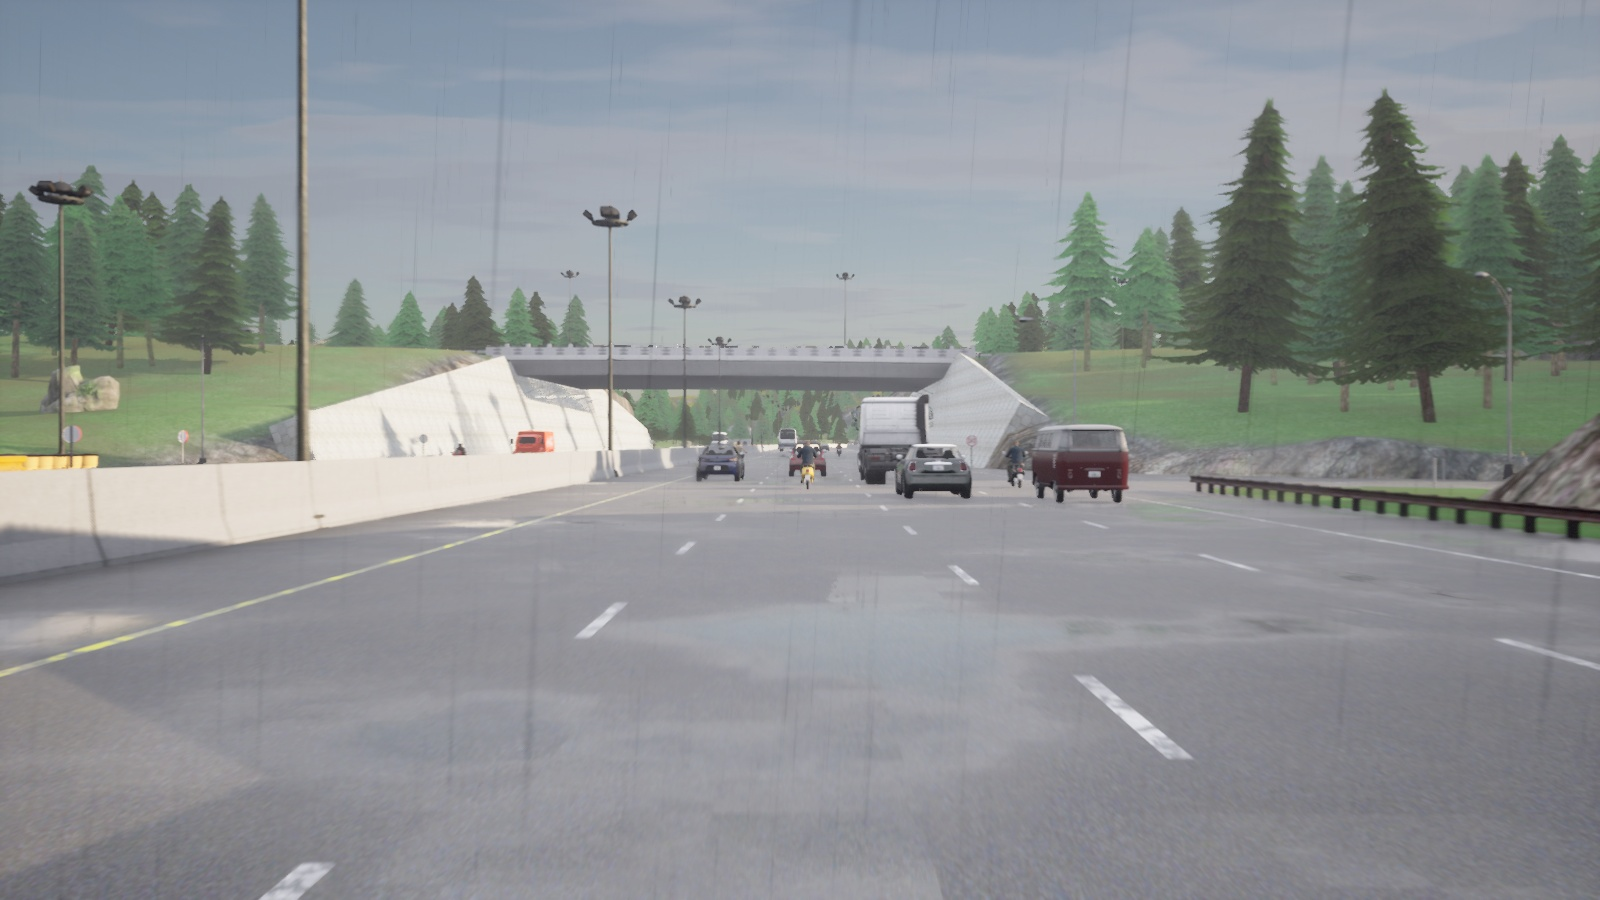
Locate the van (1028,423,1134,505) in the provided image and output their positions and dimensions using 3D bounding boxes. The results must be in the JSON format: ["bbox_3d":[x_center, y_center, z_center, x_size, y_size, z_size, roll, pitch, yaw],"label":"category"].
[{"bbox_3d":[7.201,0.334,32.557,1.775,1.987,4.442,0,0,0],"label":"van"}]

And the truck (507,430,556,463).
[{"bbox_3d":[-20.437,-0.261,95.919,2.627,2.467,5.204,0,1,0],"label":"truck"}]

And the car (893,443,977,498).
[{"bbox_3d":[3.717,0.531,35.265,1.970,1.475,3.806,0,0,0],"label":"car"}]

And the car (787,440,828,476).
[{"bbox_3d":[0.346,0.342,58.025,1.851,1.617,3.988,0,0,0],"label":"car"}]

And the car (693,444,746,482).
[{"bbox_3d":[-3.196,0.493,50.588,1.816,1.474,4.193,0,0,0],"label":"car"}]

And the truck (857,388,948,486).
[{"bbox_3d":[3.792,-0.485,48.371,2.891,3.462,7.936,0,0,0],"label":"truck"}]

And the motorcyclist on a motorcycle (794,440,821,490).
[{"bbox_3d":[0.251,0.484,41.294,0.866,1.590,1.817,0,0,0],"label":"motorcyclist on a motorcycle"}]

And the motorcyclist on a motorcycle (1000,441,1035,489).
[{"bbox_3d":[7.255,0.486,41.990,0.866,1.590,1.817,0,0,0],"label":"motorcyclist on a motorcycle"}]
